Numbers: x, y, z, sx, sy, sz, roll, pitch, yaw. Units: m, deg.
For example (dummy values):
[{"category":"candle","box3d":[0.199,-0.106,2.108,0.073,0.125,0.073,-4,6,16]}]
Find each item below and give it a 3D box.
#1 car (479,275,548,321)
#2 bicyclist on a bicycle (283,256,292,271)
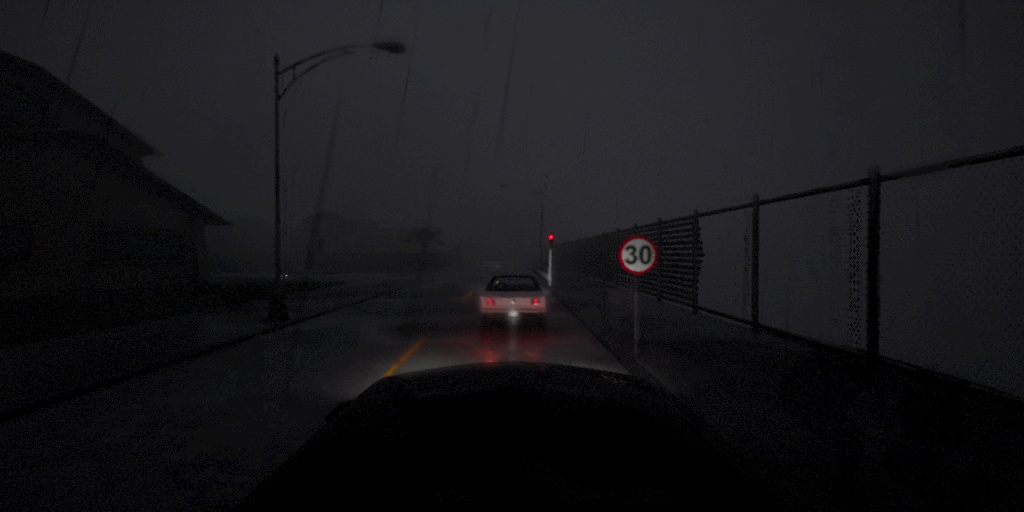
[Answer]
[{"category":"car","box3d":[0.058,1.260,11.894,1.895,1.301,4.718,0,0,0]},{"category":"bicyclist on a bicycle","box3d":[-24.058,0.771,38.444,0.582,1.620,1.656,0,1,0]}]
